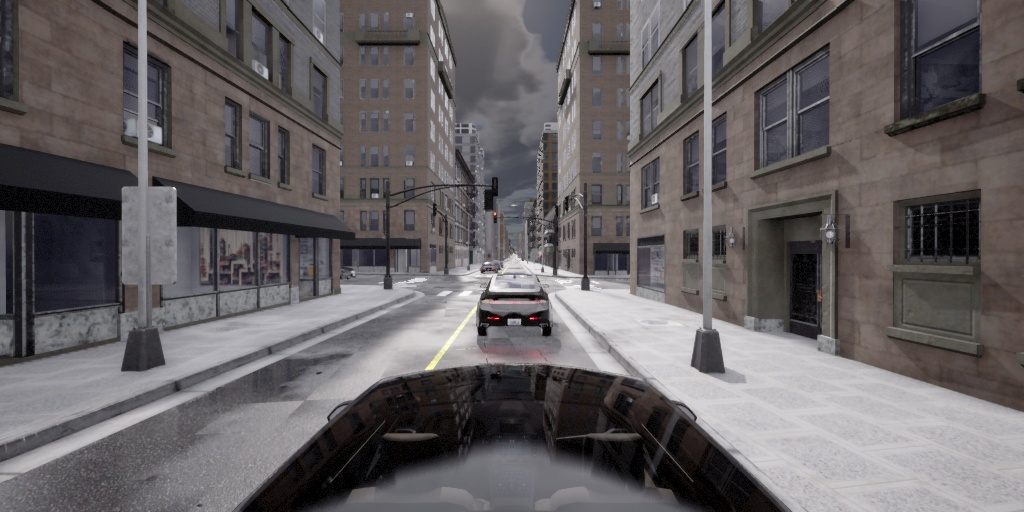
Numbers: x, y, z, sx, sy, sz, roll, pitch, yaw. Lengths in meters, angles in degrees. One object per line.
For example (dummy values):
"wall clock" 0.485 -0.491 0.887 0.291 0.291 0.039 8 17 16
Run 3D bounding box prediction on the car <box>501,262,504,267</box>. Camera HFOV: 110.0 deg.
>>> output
"car" -2.625 1.334 53.955 1.837 1.490 4.892 0 0 0

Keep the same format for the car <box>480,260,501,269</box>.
"car" -2.719 1.372 44.002 1.994 1.385 4.181 0 0 1

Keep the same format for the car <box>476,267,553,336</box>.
"car" 0.074 1.243 10.348 2.128 1.511 4.902 0 0 1

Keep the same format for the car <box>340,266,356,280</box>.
"car" -14.016 1.079 26.252 4.902 1.511 2.128 1 0 0
